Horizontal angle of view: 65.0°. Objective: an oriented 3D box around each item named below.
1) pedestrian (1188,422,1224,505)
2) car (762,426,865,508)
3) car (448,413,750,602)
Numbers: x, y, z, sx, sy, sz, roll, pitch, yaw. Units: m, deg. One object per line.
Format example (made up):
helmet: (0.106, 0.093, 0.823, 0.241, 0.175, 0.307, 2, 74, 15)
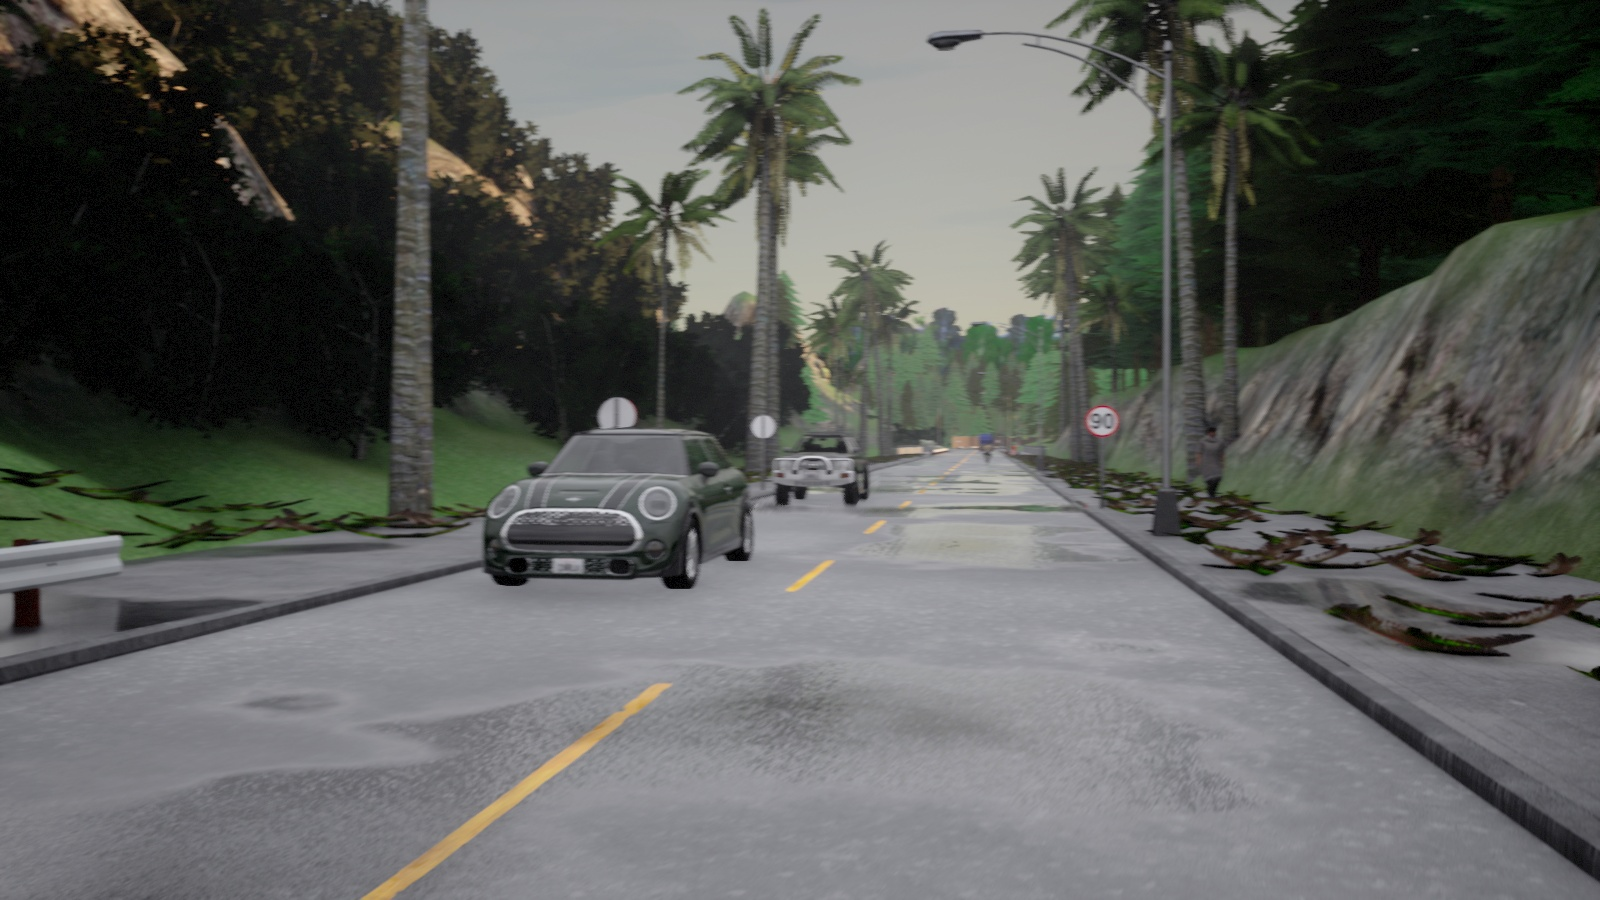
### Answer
pedestrian: (9.636, 0.317, 29.850, 0.659, 1.952, 0.873, 0, 0, 7)
car: (0.416, 0.398, 30.938, 1.932, 1.855, 4.605, 0, 0, 8)
car: (-2.007, 0.522, 14.141, 2.097, 1.767, 4.553, 0, 0, 8)
